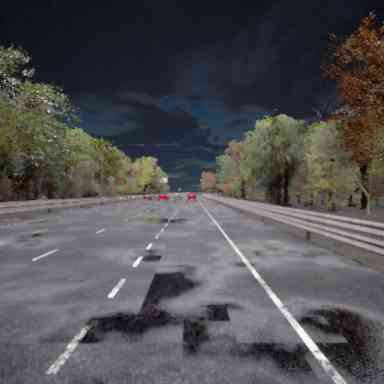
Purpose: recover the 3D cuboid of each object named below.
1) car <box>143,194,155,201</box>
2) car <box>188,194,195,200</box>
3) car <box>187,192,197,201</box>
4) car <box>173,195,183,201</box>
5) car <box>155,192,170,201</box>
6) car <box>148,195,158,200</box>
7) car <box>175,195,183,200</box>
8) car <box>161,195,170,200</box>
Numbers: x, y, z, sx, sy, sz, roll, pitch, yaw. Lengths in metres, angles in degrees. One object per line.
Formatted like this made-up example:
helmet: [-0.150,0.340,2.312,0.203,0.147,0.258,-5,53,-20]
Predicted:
car: [-10.530,1.325,79.859,1.882,1.535,5.008,0,0,0]
car: [-0.034,1.425,90.292,1.882,1.535,5.008,0,0,0]
car: [-0.030,1.073,79.893,2.150,2.045,5.566,0,0,0]
car: [-3.529,1.373,79.862,2.128,1.511,4.902,0,0,0]
car: [-7.030,1.072,79.891,2.150,2.045,5.566,0,0,0]
car: [-10.534,1.471,90.287,2.128,1.511,4.902,0,0,0]
car: [-3.534,1.542,90.320,1.895,1.301,4.718,0,0,0]
car: [-7.034,1.486,90.289,2.033,1.411,5.357,0,0,0]
